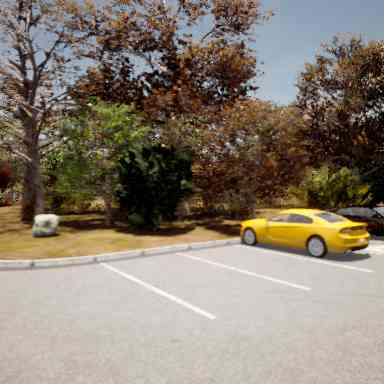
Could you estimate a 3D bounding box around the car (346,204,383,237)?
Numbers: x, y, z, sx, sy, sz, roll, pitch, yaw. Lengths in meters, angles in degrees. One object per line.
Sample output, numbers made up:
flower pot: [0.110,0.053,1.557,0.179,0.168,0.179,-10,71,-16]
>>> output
car: [8.543,1.375,15.907,2.097,1.535,5.008,0,0,-35]

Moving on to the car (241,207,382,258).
car: [4.016,1.400,12.665,2.097,1.535,5.008,0,0,-35]
